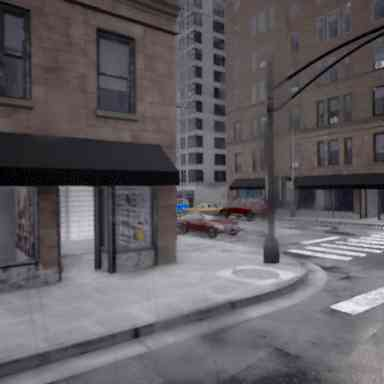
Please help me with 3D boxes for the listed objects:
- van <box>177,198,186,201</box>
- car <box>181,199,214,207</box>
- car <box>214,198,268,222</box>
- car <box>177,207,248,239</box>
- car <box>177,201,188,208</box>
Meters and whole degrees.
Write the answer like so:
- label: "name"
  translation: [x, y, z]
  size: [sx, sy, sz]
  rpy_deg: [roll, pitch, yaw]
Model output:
- label: "van"
  translation: [-1.937, 1.564, 36.774]
  size: [1.690, 1.788, 3.998]
  rpy_deg: [-2, 0, -36]
- label: "car"
  translation: [1.187, 1.680, 32.448]
  size: [1.752, 1.417, 4.829]
  rpy_deg: [-2, 0, -36]
- label: "car"
  translation: [4.499, 1.398, 27.844]
  size: [2.192, 1.841, 5.009]
  rpy_deg: [-2, 0, -36]
- label: "car"
  translation: [0.812, 1.707, 18.394]
  size: [1.802, 1.307, 4.206]
  rpy_deg: [-2, 0, -36]
- label: "car"
  translation: [-2.411, 1.634, 22.858]
  size: [1.967, 1.590, 4.097]
  rpy_deg: [-2, 0, -36]
